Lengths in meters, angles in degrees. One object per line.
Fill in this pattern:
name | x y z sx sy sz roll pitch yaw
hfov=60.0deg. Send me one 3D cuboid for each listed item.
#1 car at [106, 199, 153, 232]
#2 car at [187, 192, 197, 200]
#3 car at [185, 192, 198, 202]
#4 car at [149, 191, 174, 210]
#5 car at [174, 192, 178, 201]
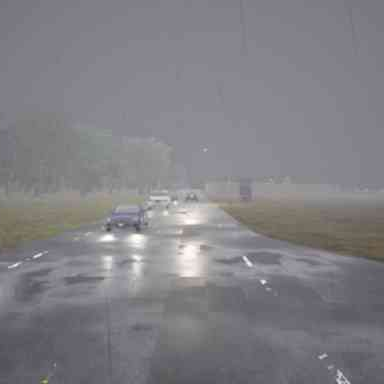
car | -3.624 1.388 19.283 1.812 1.442 4.674 0 1 0
car | -0.040 0.708 64.244 1.837 1.490 4.892 0 1 0
car | -0.034 0.730 54.198 2.097 1.767 4.553 0 1 0
car | -3.620 0.865 37.876 2.150 2.045 5.566 0 1 0
car | -3.537 0.799 58.388 1.882 1.535 5.008 0 1 0
